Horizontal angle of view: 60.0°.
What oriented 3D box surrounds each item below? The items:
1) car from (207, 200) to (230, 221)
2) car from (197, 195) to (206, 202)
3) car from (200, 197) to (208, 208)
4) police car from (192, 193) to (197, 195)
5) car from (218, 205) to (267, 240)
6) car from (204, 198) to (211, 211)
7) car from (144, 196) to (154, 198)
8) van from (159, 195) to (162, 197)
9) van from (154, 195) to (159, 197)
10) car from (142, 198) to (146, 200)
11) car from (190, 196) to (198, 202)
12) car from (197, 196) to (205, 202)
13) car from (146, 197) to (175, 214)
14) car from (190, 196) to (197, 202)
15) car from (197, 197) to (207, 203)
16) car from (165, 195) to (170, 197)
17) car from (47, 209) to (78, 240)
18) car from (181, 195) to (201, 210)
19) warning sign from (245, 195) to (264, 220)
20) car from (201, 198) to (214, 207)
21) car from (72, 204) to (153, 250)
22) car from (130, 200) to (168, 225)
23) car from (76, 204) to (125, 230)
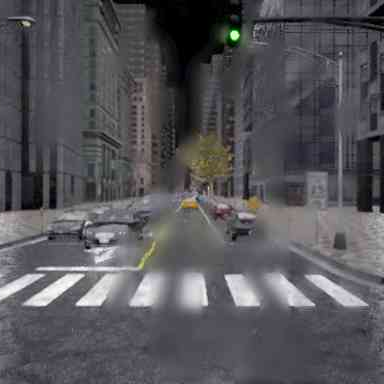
[{"bbox_3d":[2.592,1.620,27.941,1.887,1.381,4.507,0,0,0],"label":"car"},{"bbox_3d":[2.253,1.543,80.280,2.192,1.841,5.009,0,0,0],"label":"car"},{"bbox_3d":[2.493,1.667,43.257,2.008,1.369,4.403,0,0,0],"label":"car"},{"bbox_3d":[0.452,1.618,71.227,1.930,1.638,5.238,0,0,0],"label":"police car"},{"bbox_3d":[2.663,1.599,17.052,2.008,1.369,4.403,0,0,0],"label":"car"},{"bbox_3d":[2.557,1.640,33.385,2.008,1.369,4.403,0,0,0],"label":"car"},{"bbox_3d":[-6.023,1.609,41.807,1.752,1.417,4.829,0,0,0],"label":"car"},{"bbox_3d":[-6.129,1.472,58.217,1.690,1.788,3.998,0,0,0],"label":"van"},{"bbox_3d":[-6.059,1.441,47.390,1.690,1.788,3.998,0,0,0],"label":"van"},{"bbox_3d":[-5.989,1.636,36.563,1.947,1.339,4.313,0,0,0],"label":"car"},{"bbox_3d":[0.386,1.681,81.307,1.801,1.575,5.366,0,0,0],"label":"car"},{"bbox_3d":[2.219,1.791,85.568,1.887,1.381,4.507,0,0,0],"label":"car"},{"bbox_3d":[-3.307,1.567,35.421,2.128,1.511,4.902,0,0,0],"label":"car"},{"bbox_3d":[0.348,1.751,87.116,1.837,1.490,4.892,0,0,0],"label":"car"},{"bbox_3d":[2.287,1.762,74.990,2.008,1.369,4.403,0,0,0],"label":"car"},{"bbox_3d":[-6.199,1.715,69.042,2.008,1.369,4.403,0,0,0],"label":"car"},{"bbox_3d":[-5.862,1.571,17.000,2.008,1.369,4.403,0,0,0],"label":"car"},{"bbox_3d":[-0.179,1.590,45.081,1.882,1.535,5.008,0,0,-1],"label":"car"},{"bbox_3d":[4.914,1.193,26.143,1.300,1.860,1.060,0,0,0],"label":"warning sign"},{"bbox_3d":[2.425,1.712,53.835,1.947,1.339,4.313,0,0,0],"label":"car"},{"bbox_3d":[-3.189,1.514,14.537,2.128,1.511,4.902,0,0,0],"label":"car"},{"bbox_3d":[-3.247,1.596,24.883,2.033,1.411,5.357,0,0,0],"label":"car"},{"bbox_3d":[-5.894,1.583,21.992,2.008,1.369,4.403,0,0,0],"label":"car"}]
